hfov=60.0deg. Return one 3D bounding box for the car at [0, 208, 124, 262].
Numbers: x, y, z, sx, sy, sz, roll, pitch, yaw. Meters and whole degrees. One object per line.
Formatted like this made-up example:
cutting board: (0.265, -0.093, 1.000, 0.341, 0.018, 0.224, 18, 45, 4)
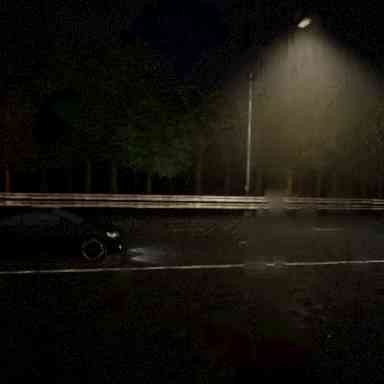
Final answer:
car: (-4.101, 1.172, 9.654, 4.181, 1.385, 1.994, 1, 1, -13)
